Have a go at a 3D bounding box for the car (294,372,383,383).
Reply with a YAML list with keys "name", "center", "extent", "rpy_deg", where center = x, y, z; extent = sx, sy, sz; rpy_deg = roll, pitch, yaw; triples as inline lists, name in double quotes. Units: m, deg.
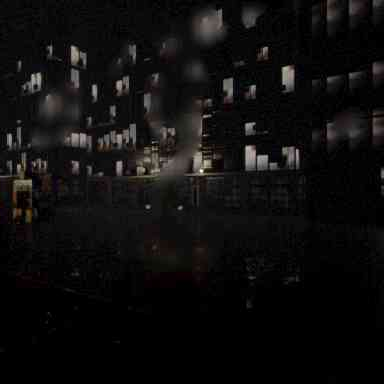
- name: "car"
  center: [2.270, 1.582, 1.240]
  extent: [4.206, 1.307, 1.802]
  rpy_deg: [0, 0, 36]
